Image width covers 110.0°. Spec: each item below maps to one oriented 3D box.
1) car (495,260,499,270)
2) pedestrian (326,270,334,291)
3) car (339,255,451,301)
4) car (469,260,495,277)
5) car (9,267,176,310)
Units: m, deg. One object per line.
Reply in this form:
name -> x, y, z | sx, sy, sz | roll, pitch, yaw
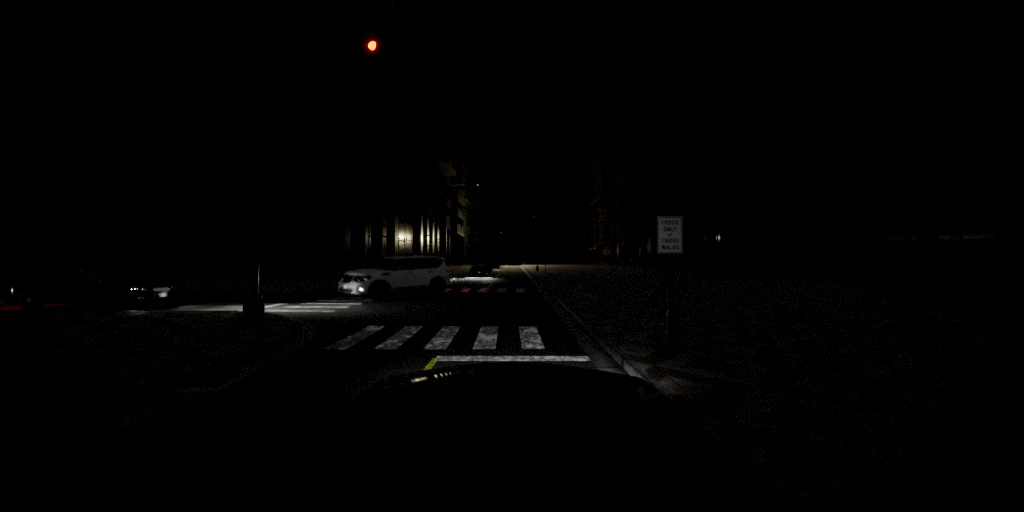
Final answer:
car -> -2.938, 1.397, 56.098 | 2.033, 1.411, 5.357 | 0, 0, 1
pedestrian -> -9.967, 0.974, 19.633 | 0.375, 1.860, 0.375 | 0, -1, 0
car -> -5.574, 0.992, 17.916 | 2.150, 2.045, 5.566 | 1, 1, 39
car -> -3.023, 1.341, 35.051 | 1.994, 1.385, 4.181 | 0, 0, 0
car -> -15.477, 1.177, 13.413 | 4.902, 1.511, 2.128 | 0, -1, 0
